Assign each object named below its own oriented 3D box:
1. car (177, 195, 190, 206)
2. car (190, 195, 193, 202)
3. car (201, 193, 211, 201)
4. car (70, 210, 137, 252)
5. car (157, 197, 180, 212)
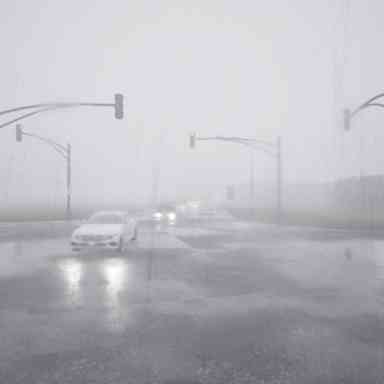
[{"bbox_3d":[-1.944,1.455,55.254,2.128,1.511,4.902,0,0,4],"label":"car"},{"bbox_3d":[-0.837,1.326,70.722,2.128,1.511,4.902,0,0,4],"label":"car"},{"bbox_3d":[3.340,1.154,79.101,2.150,2.045,5.566,0,0,5],"label":"car"},{"bbox_3d":[-3.468,1.521,13.918,1.812,1.442,4.674,0,0,1],"label":"car"},{"bbox_3d":[-2.822,1.581,38.266,1.895,1.301,4.718,0,0,3],"label":"car"}]
